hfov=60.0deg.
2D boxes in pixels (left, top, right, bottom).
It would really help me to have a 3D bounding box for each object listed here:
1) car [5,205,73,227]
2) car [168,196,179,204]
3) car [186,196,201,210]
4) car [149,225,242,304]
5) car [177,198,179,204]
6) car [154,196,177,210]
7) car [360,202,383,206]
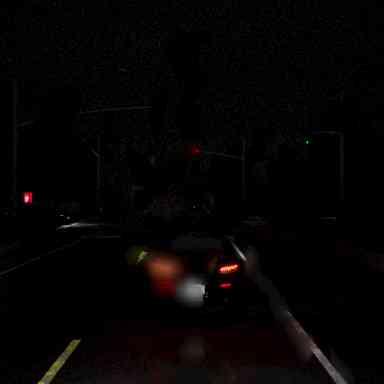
[{"bbox_3d":[-10.369,1.579,22.708,4.181,1.385,1.994,0,0,3],"label":"car"},{"bbox_3d":[-3.469,1.526,62.259,1.812,1.442,4.674,0,0,1],"label":"car"},{"bbox_3d":[0.217,1.601,43.572,1.895,1.301,4.718,0,0,-1],"label":"car"},{"bbox_3d":[0.085,1.526,8.048,1.812,1.442,4.674,0,0,0],"label":"car"},{"bbox_3d":[-3.513,1.526,52.181,1.812,1.442,4.674,0,0,0],"label":"car"},{"bbox_3d":[-3.527,1.352,42.348,2.097,1.767,4.553,0,0,2],"label":"car"},{"bbox_3d":[15.583,1.528,28.601,5.357,1.411,2.033,0,0,-6],"label":"car"}]
